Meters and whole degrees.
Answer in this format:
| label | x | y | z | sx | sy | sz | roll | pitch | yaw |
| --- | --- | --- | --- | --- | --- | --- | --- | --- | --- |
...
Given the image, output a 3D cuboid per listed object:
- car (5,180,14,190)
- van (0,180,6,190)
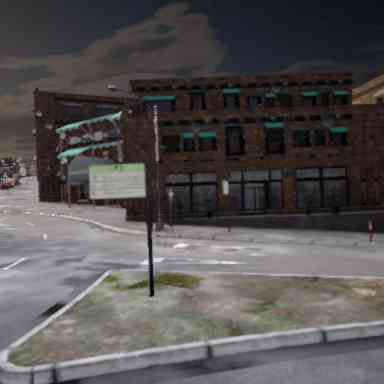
| label | x | y | z | sx | sy | sz | roll | pitch | yaw |
| --- | --- | --- | --- | --- | --- | --- | --- | --- | --- |
| car | -47.250 | -1.534 | 80.861 | 5.566 | 2.045 | 2.435 | -3 | 5 | -39 |
| van | -45.306 | -1.078 | 75.043 | 4.442 | 1.987 | 1.878 | -3 | 6 | -39 |
